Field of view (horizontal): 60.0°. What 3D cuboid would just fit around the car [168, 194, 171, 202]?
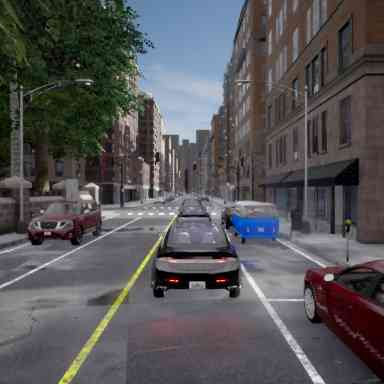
[{"bbox_3d":[-5.688,1.502,64.709,2.008,1.369,4.403,0,0,0],"label":"car"}]

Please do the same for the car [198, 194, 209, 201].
[{"bbox_3d":[2.833,1.386,75.649,1.967,1.590,4.097,0,0,0],"label":"car"}]

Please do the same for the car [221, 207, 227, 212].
[{"bbox_3d":[2.849,1.557,21.272,1.947,1.339,4.313,0,0,0],"label":"car"}]

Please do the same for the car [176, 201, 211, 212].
[{"bbox_3d":[0.093,1.485,18.452,2.128,1.511,4.902,0,0,0],"label":"car"}]

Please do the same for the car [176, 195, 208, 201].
[{"bbox_3d":[-0.009,1.338,27.629,2.097,1.767,4.553,0,0,0],"label":"car"}]

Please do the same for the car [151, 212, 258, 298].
[{"bbox_3d":[0.098,1.490,8.513,2.128,1.511,4.902,0,0,0],"label":"car"}]

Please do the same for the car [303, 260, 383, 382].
[{"bbox_3d":[2.853,1.544,4.291,1.887,1.381,4.507,0,0,0],"label":"car"}]

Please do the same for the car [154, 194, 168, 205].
[{"bbox_3d":[-5.686,1.480,59.088,1.752,1.417,4.829,0,0,0],"label":"car"}]

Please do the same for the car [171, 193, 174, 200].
[{"bbox_3d":[-5.691,1.491,75.611,1.887,1.381,4.507,0,0,0],"label":"car"}]

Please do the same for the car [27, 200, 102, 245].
[{"bbox_3d":[-5.674,1.310,15.570,2.192,1.841,5.009,0,0,0],"label":"car"}]

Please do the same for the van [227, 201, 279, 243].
[{"bbox_3d":[2.850,1.336,15.612,1.690,1.788,3.998,0,0,0],"label":"van"}]

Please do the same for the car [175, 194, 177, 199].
[{"bbox_3d":[-5.694,1.496,86.512,2.008,1.369,4.403,0,0,0],"label":"car"}]

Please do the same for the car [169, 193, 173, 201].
[{"bbox_3d":[-5.689,1.493,70.160,1.887,1.381,4.507,0,0,0],"label":"car"}]
